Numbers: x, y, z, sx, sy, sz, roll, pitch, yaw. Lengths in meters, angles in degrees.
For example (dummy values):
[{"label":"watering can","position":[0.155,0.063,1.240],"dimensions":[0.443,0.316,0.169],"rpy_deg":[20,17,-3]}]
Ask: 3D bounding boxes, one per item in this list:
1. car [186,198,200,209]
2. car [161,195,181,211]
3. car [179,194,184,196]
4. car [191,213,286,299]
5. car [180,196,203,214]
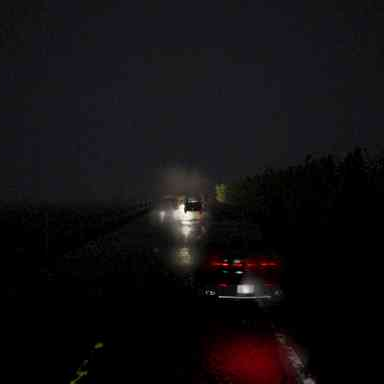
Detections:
[{"label":"car","position":[0.116,1.526,45.768],"dimensions":[1.812,1.442,4.674],"rpy_deg":[0,0,0]},{"label":"car","position":[-2.712,1.478,40.863],"dimensions":[1.882,1.535,5.008],"rpy_deg":[0,0,0]},{"label":"car","position":[-2.671,1.359,82.607],"dimensions":[2.097,1.767,4.553],"rpy_deg":[0,0,0]},{"label":"car","position":[0.971,1.505,8.426],"dimensions":[1.837,1.490,4.892],"rpy_deg":[0,0,0]},{"label":"car","position":[0.109,1.491,35.594],"dimensions":[2.128,1.511,4.902],"rpy_deg":[0,0,0]}]
